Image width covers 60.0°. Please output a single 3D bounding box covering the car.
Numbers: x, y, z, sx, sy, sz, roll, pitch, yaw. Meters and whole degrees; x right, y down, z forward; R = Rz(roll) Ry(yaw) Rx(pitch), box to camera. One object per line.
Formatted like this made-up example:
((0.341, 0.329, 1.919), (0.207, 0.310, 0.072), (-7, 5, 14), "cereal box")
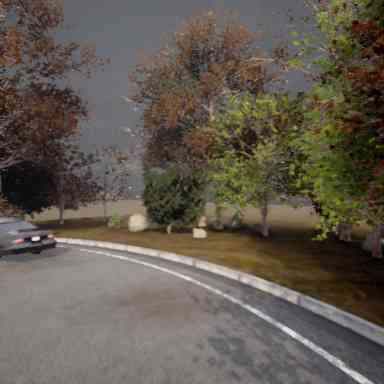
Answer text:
((-7.544, 1.705, 12.755), (5.357, 1.411, 2.033), (-1, 0, 31), "car")
